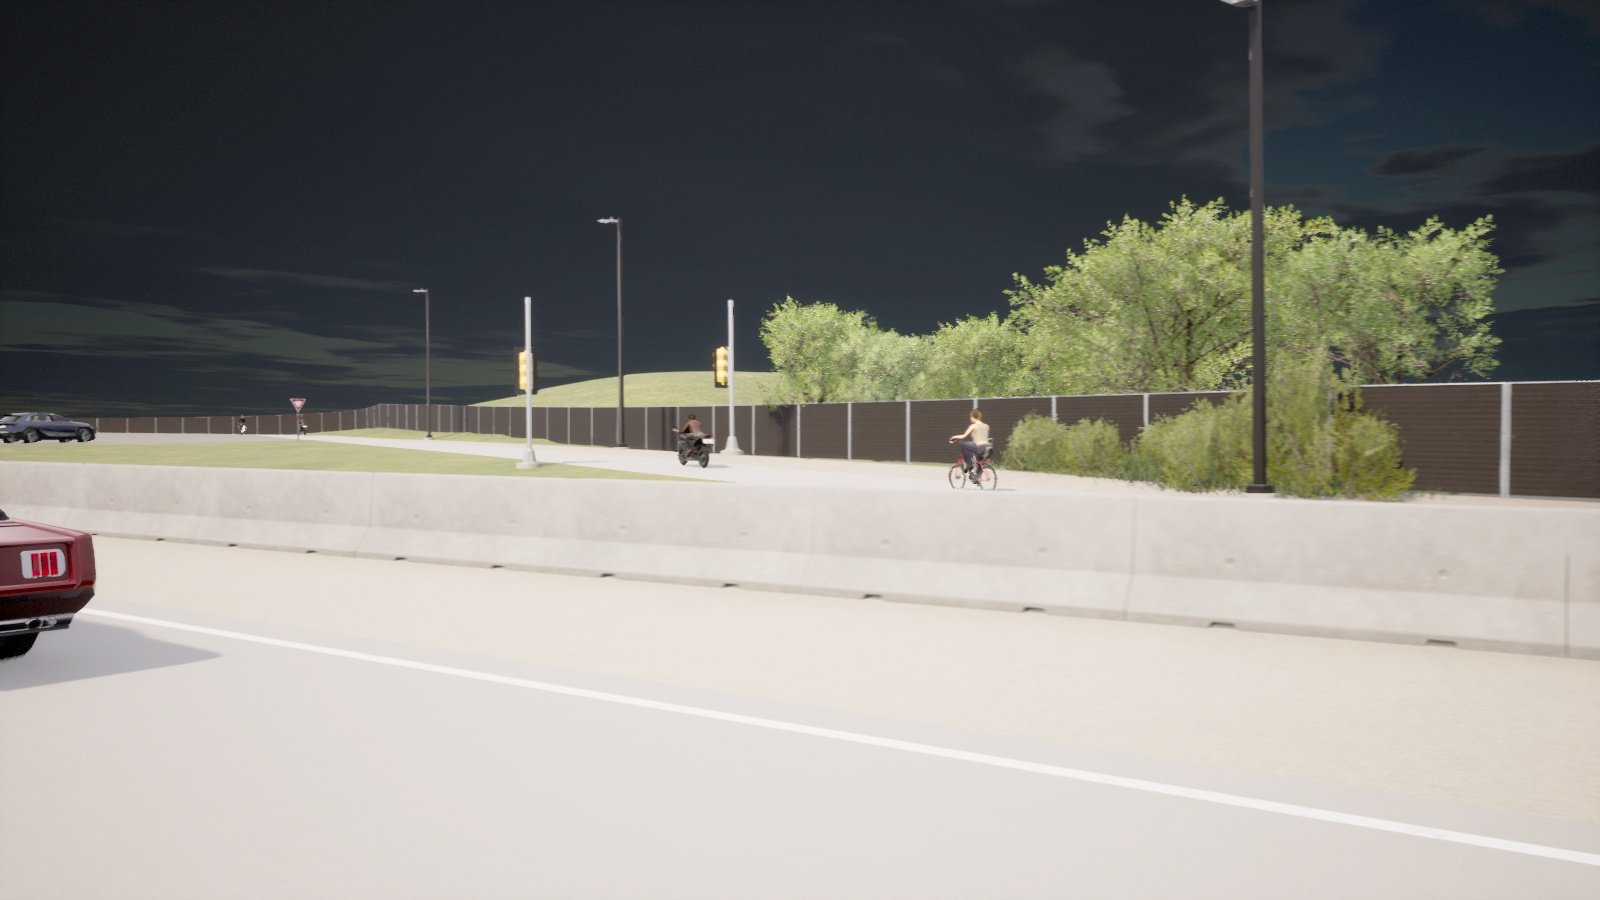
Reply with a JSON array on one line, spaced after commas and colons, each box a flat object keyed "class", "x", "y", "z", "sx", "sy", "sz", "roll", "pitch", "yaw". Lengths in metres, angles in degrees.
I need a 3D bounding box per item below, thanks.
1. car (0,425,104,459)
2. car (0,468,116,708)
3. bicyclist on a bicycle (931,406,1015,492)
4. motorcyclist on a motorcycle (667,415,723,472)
[{"class": "car", "x": -39.638, "y": -0.446, "z": 66.170, "sx": 2.033, "sy": 1.649, "sz": 4.856, "roll": 0, "pitch": 1, "yaw": 26}, {"class": "car", "x": -6.571, "y": 0.783, "z": 7.992, "sx": 4.718, "sy": 1.301, "sz": 1.895, "roll": 0, "pitch": 1, "yaw": 34}, {"class": "bicyclist on a bicycle", "x": 3.378, "y": -0.034, "z": 24.566, "sx": 0.866, "sy": 1.612, "sz": 1.509, "roll": -2, "pitch": 2, "yaw": -30}, {"class": "motorcyclist on a motorcycle", "x": -3.020, "y": -0.210, "z": 35.813, "sx": 0.797, "sy": 1.523, "sz": 2.044, "roll": -2, "pitch": 3, "yaw": -29}]
